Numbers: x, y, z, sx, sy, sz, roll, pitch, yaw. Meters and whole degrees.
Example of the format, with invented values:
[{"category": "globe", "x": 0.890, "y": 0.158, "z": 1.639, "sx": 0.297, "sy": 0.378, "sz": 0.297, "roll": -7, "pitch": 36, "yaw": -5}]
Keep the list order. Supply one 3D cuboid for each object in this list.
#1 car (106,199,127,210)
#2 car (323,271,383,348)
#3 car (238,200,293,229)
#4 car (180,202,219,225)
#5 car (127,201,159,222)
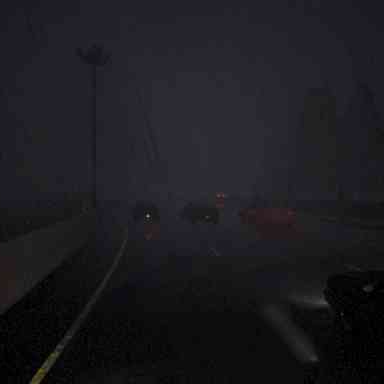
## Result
[{"category": "car", "x": -9.542, "y": 1.574, "z": 42.002, "sx": 1.895, "sy": 1.301, "sz": 4.718, "roll": 0, "pitch": 0, "yaw": -24}, {"category": "car", "x": 3.401, "y": 1.534, "z": 3.598, "sx": 2.033, "sy": 1.411, "sz": 5.357, "roll": 0, "pitch": 0, "yaw": -3}, {"category": "car", "x": 4.573, "y": 1.313, "z": 21.319, "sx": 2.097, "sy": 1.767, "sz": 4.553, "roll": 0, "pitch": 0, "yaw": -11}, {"category": "car", "x": 0.423, "y": 1.446, "z": 23.954, "sx": 1.882, "sy": 1.535, "sz": 5.008, "roll": 0, "pitch": 0, "yaw": -13}, {"category": "car", "x": -3.797, "y": 1.481, "z": 26.327, "sx": 1.837, "sy": 1.490, "sz": 4.892, "roll": 0, "pitch": 0, "yaw": -15}]
